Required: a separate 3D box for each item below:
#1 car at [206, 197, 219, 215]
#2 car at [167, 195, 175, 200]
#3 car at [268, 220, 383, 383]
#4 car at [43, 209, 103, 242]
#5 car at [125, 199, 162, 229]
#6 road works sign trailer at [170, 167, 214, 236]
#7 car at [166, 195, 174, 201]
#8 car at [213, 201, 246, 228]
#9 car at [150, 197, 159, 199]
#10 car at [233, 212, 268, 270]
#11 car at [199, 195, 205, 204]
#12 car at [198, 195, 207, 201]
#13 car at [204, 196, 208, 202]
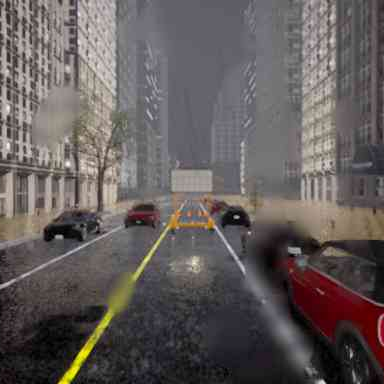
[{"bbox_3d":[2.684,1.517,33.365,1.887,1.381,4.507,-1,0,0],"label":"car"},{"bbox_3d":[-5.693,1.491,89.773,1.802,1.307,4.206,-1,0,0],"label":"car"},{"bbox_3d":[2.682,1.436,5.151,1.967,1.590,4.097,-1,0,0],"label":"car"},{"bbox_3d":[-5.697,1.553,16.435,1.947,1.339,4.313,-1,0,0],"label":"car"},{"bbox_3d":[-3.096,1.461,21.729,1.882,1.535,5.008,0,0,0],"label":"car"},{"bbox_3d":[0.003,0.450,18.343,2.380,3.560,2.880,0,0,0],"label":"road works sign trailer"},{"bbox_3d":[-5.694,1.442,83.962,1.752,1.417,4.829,-1,0,0],"label":"car"},{"bbox_3d":[2.684,1.549,22.080,1.947,1.339,4.313,-1,0,0],"label":"car"},{"bbox_3d":[-5.695,1.507,50.283,2.008,1.369,4.403,-1,0,0],"label":"car"},{"bbox_3d":[2.684,1.558,10.794,1.947,1.339,4.313,-1,0,0],"label":"car"},{"bbox_3d":[2.685,1.489,61.580,1.887,1.381,4.507,-1,0,0],"label":"car"},{"bbox_3d":[2.687,1.467,84.150,2.008,1.369,4.403,-1,0,0],"label":"car"},{"bbox_3d":[2.685,1.492,39.178,1.752,1.417,4.829,-1,0,0],"label":"car"}]
